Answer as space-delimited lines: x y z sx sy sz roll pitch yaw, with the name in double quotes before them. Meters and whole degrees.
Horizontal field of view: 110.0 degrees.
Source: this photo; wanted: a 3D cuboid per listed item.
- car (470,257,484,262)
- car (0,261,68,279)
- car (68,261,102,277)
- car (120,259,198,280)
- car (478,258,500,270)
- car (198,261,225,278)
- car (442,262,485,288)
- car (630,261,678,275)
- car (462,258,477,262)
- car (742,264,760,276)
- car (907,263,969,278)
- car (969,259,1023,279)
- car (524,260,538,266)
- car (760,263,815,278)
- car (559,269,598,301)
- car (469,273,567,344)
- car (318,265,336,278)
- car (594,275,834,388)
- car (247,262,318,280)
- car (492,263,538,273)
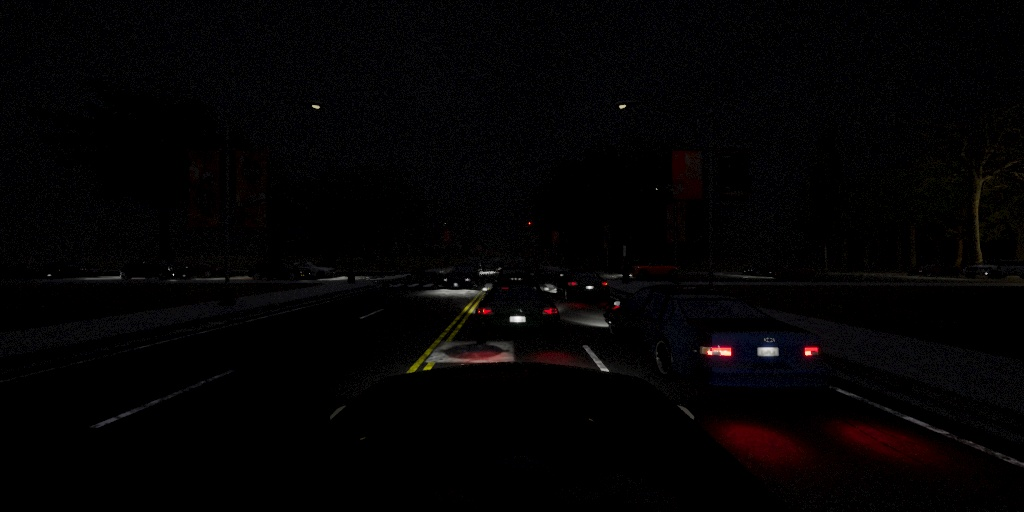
"car" -6.550 1.194 62.052 2.150 2.045 5.566 0 0 0
"car" -40.868 1.285 29.945 4.718 1.301 1.895 0 0 -1
"car" -41.043 1.180 33.197 4.902 1.511 2.128 0 0 0
"car" -29.738 1.070 30.043 4.553 1.767 2.097 0 0 -1
"car" -3.313 1.406 52.753 2.128 1.511 4.902 0 0 0
"car" -29.118 1.203 33.297 5.008 1.535 1.882 0 0 -1
"car" -3.311 1.345 24.259 2.033 1.411 5.357 0 0 2
"car" 14.600 1.266 37.062 4.553 1.767 2.097 0 0 -1
"car" -6.565 1.417 52.201 1.837 1.490 4.892 0 0 0
"car" 28.683 1.497 40.434 4.892 1.490 1.837 0 0 0
"car" 47.693 1.598 40.512 5.008 1.535 1.882 1 0 0
"car" 50.553 1.347 37.255 5.566 2.045 2.150 1 0 0
"car" 3.412 1.467 60.703 1.837 1.490 4.892 0 0 0
"car" 28.754 1.551 37.183 4.181 1.385 1.994 0 0 0
"car" 3.358 1.340 17.553 1.994 1.385 4.181 0 0 0
"car" 0.107 1.321 9.659 1.994 1.385 4.181 0 0 0
"car" -18.923 1.288 33.396 4.674 1.442 1.812 0 0 -1
"car" 3.352 1.302 7.207 2.033 1.411 5.357 0 0 0
"car" -19.446 1.259 30.139 4.892 1.490 1.837 0 0 -1
"car" 0.099 1.284 18.565 1.837 1.490 4.892 0 0 0
